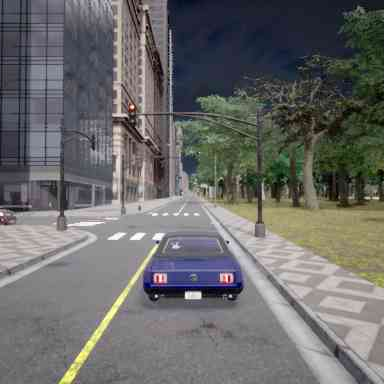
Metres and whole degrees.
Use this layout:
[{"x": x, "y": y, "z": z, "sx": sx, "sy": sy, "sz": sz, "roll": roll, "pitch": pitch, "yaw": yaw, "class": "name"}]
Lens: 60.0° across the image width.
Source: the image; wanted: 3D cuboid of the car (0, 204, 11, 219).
[{"x": -18.967, "y": 1.725, "z": 29.837, "sx": 4.313, "sy": 1.339, "sz": 1.947, "roll": 0, "pitch": -1, "yaw": 0, "class": "car"}]

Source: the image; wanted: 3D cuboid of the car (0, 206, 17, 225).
[{"x": -13.514, "y": 1.371, "z": 21.319, "sx": 4.097, "sy": 1.590, "sz": 1.967, "roll": 0, "pitch": -2, "yaw": -1, "class": "car"}]

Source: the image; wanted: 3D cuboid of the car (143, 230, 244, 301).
[{"x": 0.014, "y": 1.607, "z": 8.311, "sx": 1.895, "sy": 1.301, "sz": 4.718, "roll": 0, "pitch": 0, "yaw": 0, "class": "car"}]
